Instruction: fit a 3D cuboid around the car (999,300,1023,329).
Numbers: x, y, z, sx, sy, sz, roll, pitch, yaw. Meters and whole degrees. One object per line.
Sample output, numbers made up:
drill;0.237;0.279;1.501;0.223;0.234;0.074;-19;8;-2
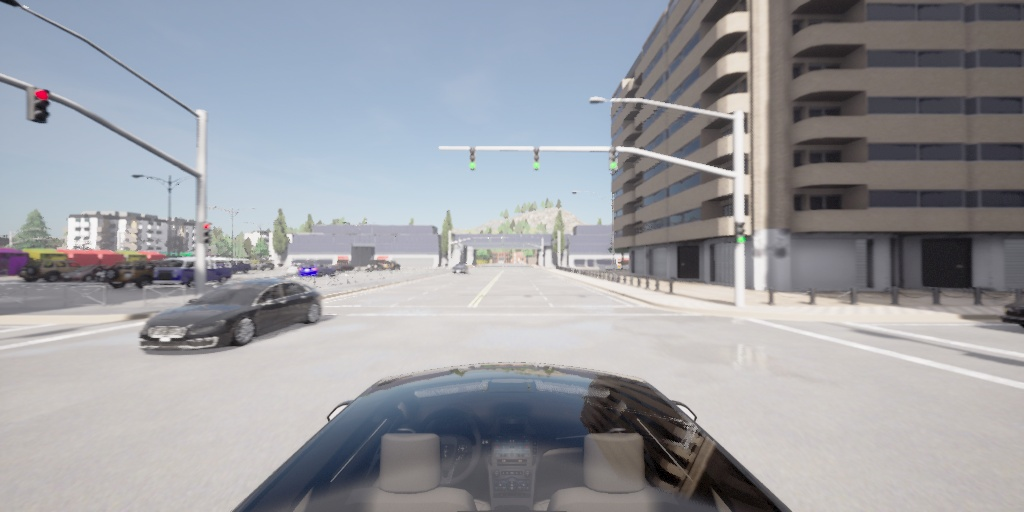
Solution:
car;16.144;1.364;9.257;5.357;1.411;2.033;0;-1;-4

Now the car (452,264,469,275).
car;-6.995;1.835;49.078;2.128;1.511;4.902;0;0;0

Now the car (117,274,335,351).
car;-7.002;1.429;9.666;1.837;1.490;4.892;0;0;0
